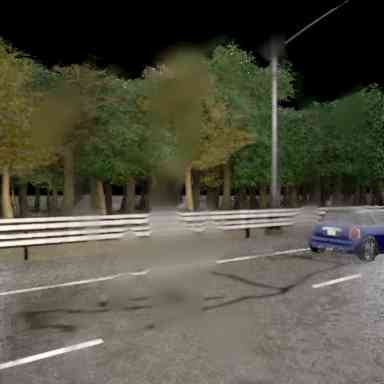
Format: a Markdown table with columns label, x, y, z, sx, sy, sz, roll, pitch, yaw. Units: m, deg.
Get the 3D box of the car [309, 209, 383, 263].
| label | x | y | z | sx | sy | sz | roll | pitch | yaw |
| --- | --- | --- | --- | --- | --- | --- | --- | --- | --- |
| car | 6.506 | 1.404 | 12.409 | 4.553 | 1.767 | 2.097 | 0 | 0 | -33 |
